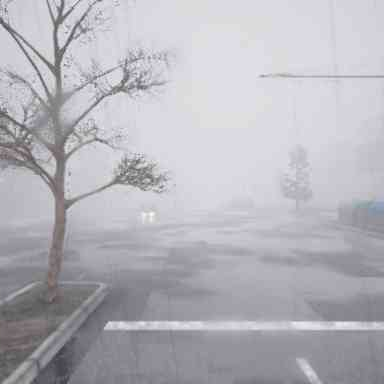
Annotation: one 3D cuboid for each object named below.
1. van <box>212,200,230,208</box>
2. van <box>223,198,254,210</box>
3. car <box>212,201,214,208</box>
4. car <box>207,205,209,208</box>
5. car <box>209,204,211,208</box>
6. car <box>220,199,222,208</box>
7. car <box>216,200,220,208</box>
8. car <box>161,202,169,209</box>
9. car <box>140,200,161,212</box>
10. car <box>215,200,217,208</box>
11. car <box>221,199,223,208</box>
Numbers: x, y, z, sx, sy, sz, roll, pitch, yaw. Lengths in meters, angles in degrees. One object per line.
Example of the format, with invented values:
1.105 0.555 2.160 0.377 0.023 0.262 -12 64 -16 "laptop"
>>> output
7.998 3.273 90.461 4.442 1.987 1.878 2 -2 -20 "van"
7.984 1.934 54.746 4.442 1.987 1.878 2 -2 -20 "van"
8.272 3.041 78.660 5.366 1.575 1.946 2 -3 -20 "car"
8.082 3.379 93.462 5.566 2.045 2.435 2 -2 -20 "car"
8.129 3.128 87.541 5.566 2.045 2.435 2 -3 -20 "car"
8.095 2.422 60.730 4.674 1.452 2.002 2 -2 -20 "car"
7.920 2.484 63.644 5.366 1.575 1.946 2 -2 -20 "car"
-5.852 2.774 70.423 1.812 1.442 4.674 0 -2 0 "car"
-5.849 1.877 45.382 2.128 1.511 4.902 0 -1 0 "car"
8.129 2.696 72.652 4.553 1.767 2.185 2 -2 -20 "car"
8.087 2.313 57.759 4.674 1.452 2.002 2 -3 -20 "car"
